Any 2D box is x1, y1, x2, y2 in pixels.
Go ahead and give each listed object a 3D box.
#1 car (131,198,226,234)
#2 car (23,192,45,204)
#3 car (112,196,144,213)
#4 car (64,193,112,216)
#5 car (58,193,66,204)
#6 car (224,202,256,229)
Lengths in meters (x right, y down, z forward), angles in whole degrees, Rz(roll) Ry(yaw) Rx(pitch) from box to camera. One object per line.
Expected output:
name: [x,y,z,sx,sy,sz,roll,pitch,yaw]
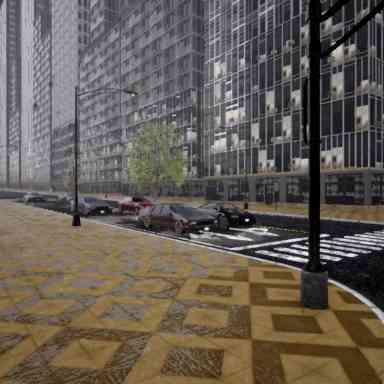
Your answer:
car: [-0.940,1.292,17.708,2.033,1.411,5.357,0,1,-38]
car: [-20.149,0.735,42.378,1.994,1.385,4.181,0,1,-37]
car: [-4.579,1.083,27.613,1.812,1.442,4.674,0,1,-38]
car: [-8.396,1.071,27.214,2.033,1.411,5.357,0,1,-38]
car: [-14.940,0.795,40.922,2.033,1.411,5.357,0,1,-38]
car: [1.751,1.309,19.545,1.994,1.385,4.181,0,1,-38]
